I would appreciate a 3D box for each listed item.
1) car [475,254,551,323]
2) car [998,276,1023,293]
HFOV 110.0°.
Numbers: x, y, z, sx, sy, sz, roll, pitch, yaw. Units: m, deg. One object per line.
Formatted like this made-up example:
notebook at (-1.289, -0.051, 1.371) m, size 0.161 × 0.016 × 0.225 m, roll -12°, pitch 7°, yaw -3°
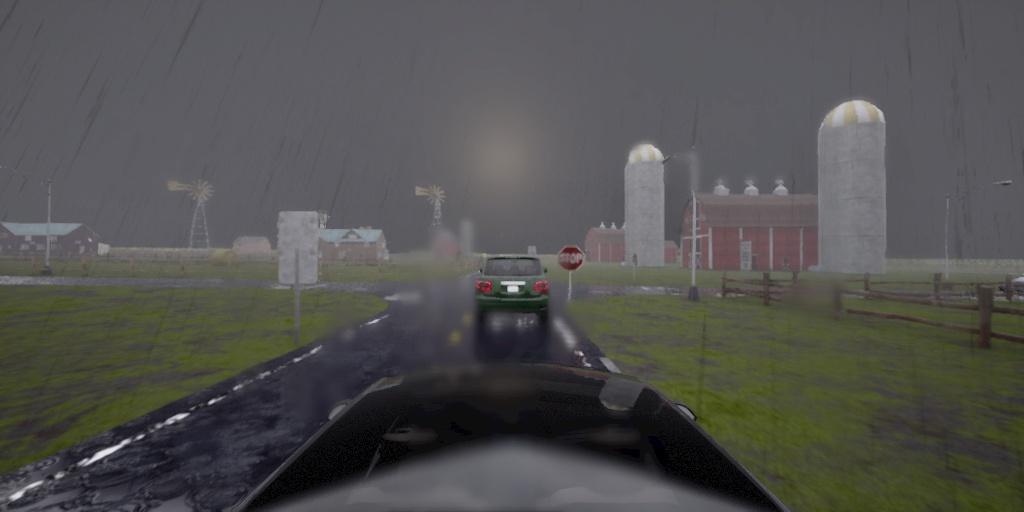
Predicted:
car at (0.050, 0.958, 12.142) m, size 2.150 × 2.045 × 5.566 m, roll 0°, pitch 0°, yaw 0°
car at (36.007, 1.861, 24.200) m, size 4.674 × 1.442 × 1.812 m, roll 1°, pitch 0°, yaw 0°
